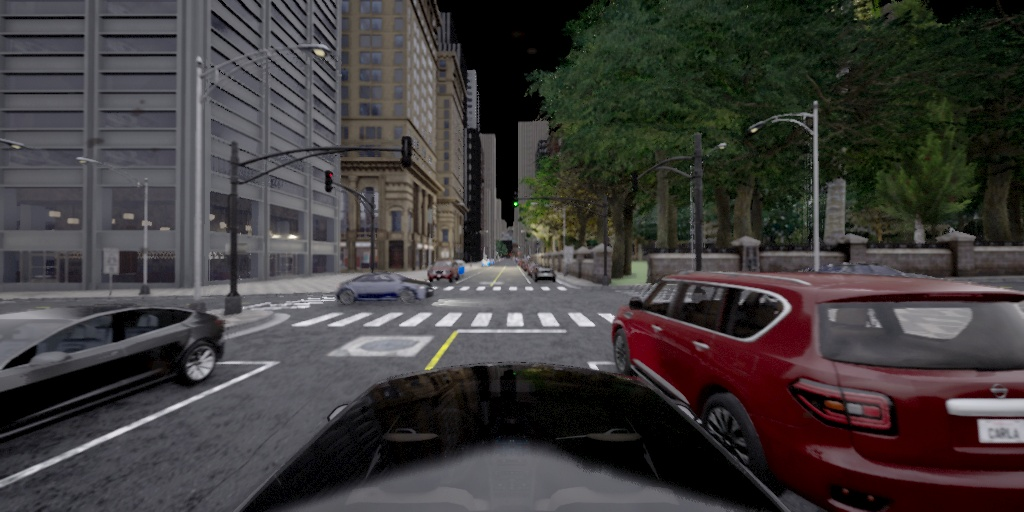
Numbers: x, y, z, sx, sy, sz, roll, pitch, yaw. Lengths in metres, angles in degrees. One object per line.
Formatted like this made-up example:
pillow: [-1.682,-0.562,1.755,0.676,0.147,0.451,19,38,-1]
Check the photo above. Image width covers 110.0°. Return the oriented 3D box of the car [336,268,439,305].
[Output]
car: [-5.746,1.426,16.429,4.181,1.385,1.994,-1,0,0]

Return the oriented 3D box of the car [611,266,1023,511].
car: [2.760,1.086,4.401,2.192,1.841,5.009,0,0,0]

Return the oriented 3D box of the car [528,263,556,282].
car: [2.727,1.528,30.959,1.948,1.339,4.313,0,0,0]

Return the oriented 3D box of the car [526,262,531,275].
car: [2.720,1.581,36.379,1.802,1.307,4.207,0,0,0]

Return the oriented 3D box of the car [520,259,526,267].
car: [2.693,1.682,58.061,1.888,1.381,4.507,0,0,0]

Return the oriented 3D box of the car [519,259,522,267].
car: [2.686,1.735,63.481,1.948,1.339,4.313,0,0,0]

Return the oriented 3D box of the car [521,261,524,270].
car: [2.700,1.686,52.640,1.802,1.307,4.207,0,0,0]

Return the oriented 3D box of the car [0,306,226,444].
car: [-5.765,1.337,4.408,1.948,1.339,4.313,0,0,0]

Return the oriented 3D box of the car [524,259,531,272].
car: [2.713,1.475,41.800,1.967,1.591,4.097,0,0,0]

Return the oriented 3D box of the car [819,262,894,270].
car: [15.860,1.032,16.363,5.357,1.411,2.033,-1,0,0]

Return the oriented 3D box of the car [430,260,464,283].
car: [-5.798,1.277,30.968,2.192,1.841,5.009,0,0,0]
